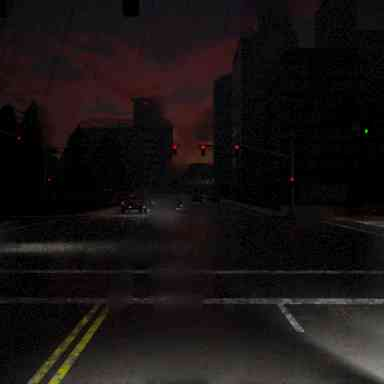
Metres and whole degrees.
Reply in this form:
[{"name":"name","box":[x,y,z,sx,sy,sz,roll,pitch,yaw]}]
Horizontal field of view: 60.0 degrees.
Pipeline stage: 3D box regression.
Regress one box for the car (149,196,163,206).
[{"name":"car","box":[-6.168,1.503,57.069,1.837,1.490,4.892,0,1,0]}]

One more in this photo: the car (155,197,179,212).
[{"name":"car","box":[-2.850,1.601,39.242,1.895,1.301,4.718,0,0,1]}]

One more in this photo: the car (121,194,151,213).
[{"name":"car","box":[-6.370,1.221,37.133,2.150,2.045,5.566,0,0,1]}]

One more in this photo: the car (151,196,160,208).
[{"name":"car","box":[-6.275,1.491,47.014,2.128,1.511,4.902,0,0,1]}]

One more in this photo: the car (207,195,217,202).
[{"name":"car","box":[4.606,1.478,77.185,1.882,1.535,5.008,0,0,1]}]

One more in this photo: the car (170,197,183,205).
[{"name":"car","box":[-2.651,1.547,58.368,2.033,1.411,5.357,0,0,1]}]

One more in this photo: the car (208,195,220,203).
[{"name":"car","box":[4.618,1.547,67.363,2.033,1.411,5.357,0,0,1]}]

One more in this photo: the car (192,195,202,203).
[{"name":"car","box":[1.015,1.352,67.479,2.097,1.767,4.553,0,0,1]}]

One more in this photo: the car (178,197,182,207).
[{"name":"car","box":[-2.764,1.564,48.044,1.994,1.385,4.181,0,0,1]}]
